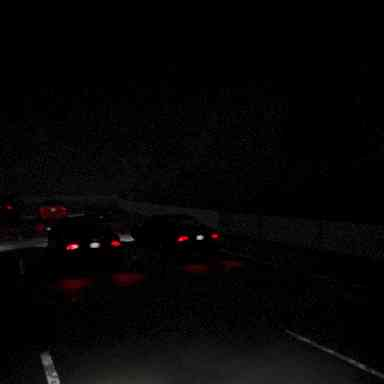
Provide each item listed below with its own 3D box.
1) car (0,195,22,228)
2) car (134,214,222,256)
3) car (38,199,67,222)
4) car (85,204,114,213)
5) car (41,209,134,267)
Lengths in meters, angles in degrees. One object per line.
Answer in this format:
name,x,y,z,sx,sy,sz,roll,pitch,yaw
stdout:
car,-14.393,1.248,25.366,2.150,2.045,5.566,0,0,-23
car,-0.888,1.590,13.445,2.033,1.411,5.357,0,0,-28
car,-11.461,1.395,27.465,2.097,1.767,4.553,0,0,-23
car,-7.869,1.663,27.912,1.895,1.301,4.718,0,0,-23
car,-3.929,1.571,11.714,2.033,1.411,5.357,0,0,-28
